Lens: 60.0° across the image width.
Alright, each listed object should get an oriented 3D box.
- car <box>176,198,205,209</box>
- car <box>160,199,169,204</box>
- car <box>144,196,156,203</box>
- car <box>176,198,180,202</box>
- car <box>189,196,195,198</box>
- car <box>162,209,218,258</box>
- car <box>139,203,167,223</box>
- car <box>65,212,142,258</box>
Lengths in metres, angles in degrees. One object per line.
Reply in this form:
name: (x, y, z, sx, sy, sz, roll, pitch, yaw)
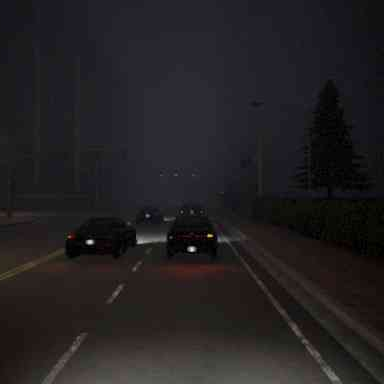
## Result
car: (0.008, 1.660, 28.410, 2.097, 1.767, 4.553, 0, -1, 0)
car: (-7.050, 2.491, 86.597, 1.994, 1.385, 4.181, 0, -1, 0)
car: (-10.550, 2.163, 86.569, 2.150, 2.045, 5.566, 0, -1, 0)
car: (-3.554, 2.560, 93.217, 1.994, 1.385, 4.181, 0, -1, 0)
car: (-0.054, 2.232, 93.004, 2.150, 2.045, 5.566, 0, -1, 0)
car: (0.010, 1.655, 13.493, 1.837, 1.490, 4.892, 0, 0, 0)
car: (-3.495, 1.872, 28.268, 1.994, 1.385, 4.181, 0, -1, 1)
car: (-3.492, 1.712, 13.456, 1.994, 1.385, 4.181, 0, -1, 1)
